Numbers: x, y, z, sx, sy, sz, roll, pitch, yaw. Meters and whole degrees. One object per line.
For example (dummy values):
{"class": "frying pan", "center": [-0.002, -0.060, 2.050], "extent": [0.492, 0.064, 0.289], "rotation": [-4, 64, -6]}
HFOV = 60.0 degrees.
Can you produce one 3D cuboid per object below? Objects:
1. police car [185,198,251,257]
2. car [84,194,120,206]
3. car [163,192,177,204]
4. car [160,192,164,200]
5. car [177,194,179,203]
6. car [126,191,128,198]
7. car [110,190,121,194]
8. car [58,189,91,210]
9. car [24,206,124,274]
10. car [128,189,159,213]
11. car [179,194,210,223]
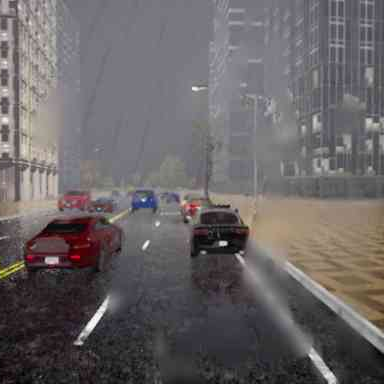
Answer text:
{"class": "police car", "center": [0.837, 1.246, 12.215], "extent": [1.930, 1.638, 5.238], "rotation": [0, 1, -2]}
{"class": "car", "center": [-7.646, 1.150, 28.882], "extent": [1.994, 1.385, 4.181], "rotation": [0, 1, -4]}
{"class": "car", "center": [-2.654, 0.855, 46.854], "extent": [1.812, 1.442, 4.674], "rotation": [0, 1, -7]}
{"class": "car", "center": [-4.766, 0.652, 61.774], "extent": [1.812, 1.442, 4.674], "rotation": [0, 1, -10]}
{"class": "car", "center": [0.037, 0.941, 28.306], "extent": [2.097, 1.767, 4.553], "rotation": [0, 1, -4]}
{"class": "car", "center": [-12.714, 0.515, 69.011], "extent": [1.837, 1.490, 4.892], "rotation": [0, 1, -10]}
{"class": "car", "center": [-16.789, 0.399, 73.230], "extent": [1.837, 1.490, 4.892], "rotation": [0, 1, -10]}
{"class": "car", "center": [-11.146, 0.764, 32.130], "extent": [2.150, 2.045, 5.566], "rotation": [0, 1, -5]}
{"class": "car", "center": [-3.290, 1.381, 9.977], "extent": [1.812, 1.442, 4.674], "rotation": [0, 1, -1]}
{"class": "car", "center": [-4.330, 0.776, 30.913], "extent": [2.150, 2.045, 5.566], "rotation": [0, 1, -4]}
{"class": "car", "center": [0.421, 1.028, 22.224], "extent": [2.097, 1.767, 4.553], "rotation": [0, 1, -3]}
